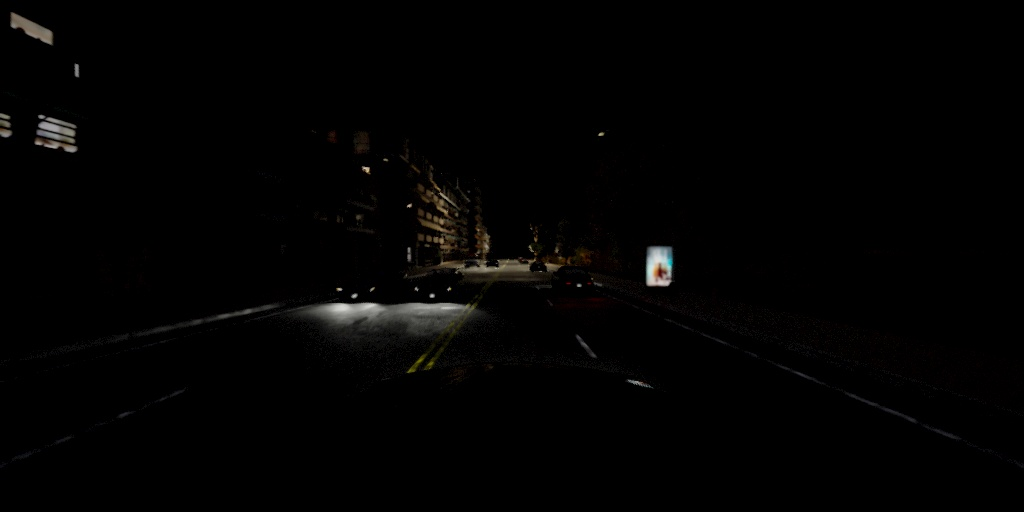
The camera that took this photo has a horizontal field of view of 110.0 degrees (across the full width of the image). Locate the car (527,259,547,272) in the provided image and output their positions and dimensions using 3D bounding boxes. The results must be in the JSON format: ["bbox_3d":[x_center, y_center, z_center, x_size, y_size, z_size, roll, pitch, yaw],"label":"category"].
[{"bbox_3d":[3.327,1.321,46.259,1.994,1.385,4.181,0,0,0],"label":"car"}]

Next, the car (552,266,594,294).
[{"bbox_3d":[3.340,1.277,20.133,1.812,1.442,4.674,0,0,0],"label":"car"}]

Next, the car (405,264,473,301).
[{"bbox_3d":[-3.358,1.298,17.743,2.033,1.411,5.357,0,0,0],"label":"car"}]

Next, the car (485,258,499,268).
[{"bbox_3d":[-3.300,1.115,60.473,2.097,1.767,4.553,0,0,0],"label":"car"}]

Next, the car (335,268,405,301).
[{"bbox_3d":[-6.608,1.298,17.706,2.033,1.411,5.357,0,0,0],"label":"car"}]

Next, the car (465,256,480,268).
[{"bbox_3d":[-6.549,0.992,60.221,2.150,2.045,5.566,0,0,0],"label":"car"}]
